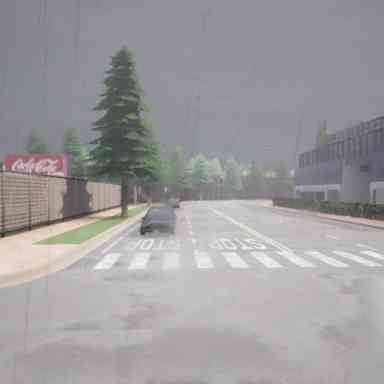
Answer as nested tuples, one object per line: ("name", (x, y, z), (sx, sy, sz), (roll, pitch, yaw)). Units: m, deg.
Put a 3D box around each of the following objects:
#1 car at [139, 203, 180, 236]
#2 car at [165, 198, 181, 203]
("car", (-1.783, 1.553, 18.784), (2.033, 1.411, 5.357), (0, 0, -2))
("car", (-2.523, 1.548, 44.330), (2.033, 1.411, 5.357), (0, 0, -3))
